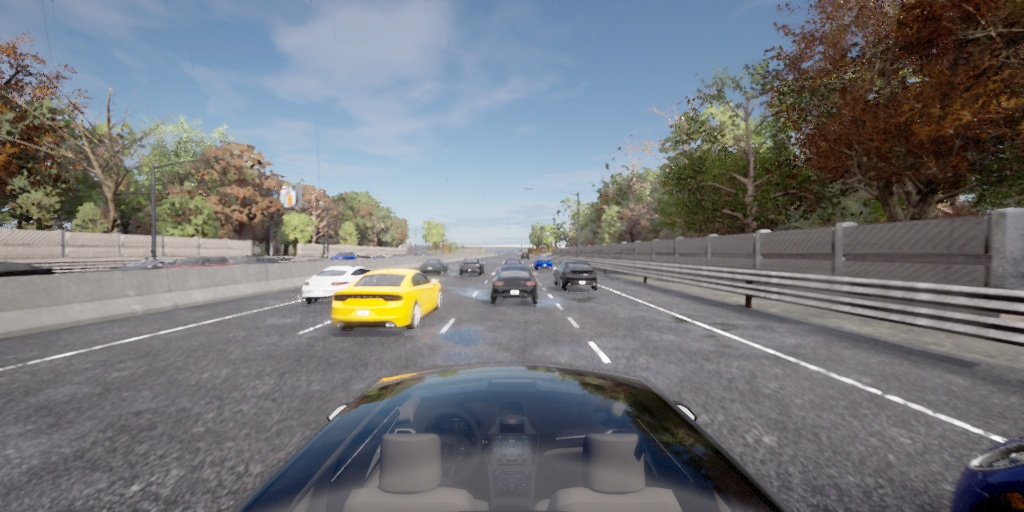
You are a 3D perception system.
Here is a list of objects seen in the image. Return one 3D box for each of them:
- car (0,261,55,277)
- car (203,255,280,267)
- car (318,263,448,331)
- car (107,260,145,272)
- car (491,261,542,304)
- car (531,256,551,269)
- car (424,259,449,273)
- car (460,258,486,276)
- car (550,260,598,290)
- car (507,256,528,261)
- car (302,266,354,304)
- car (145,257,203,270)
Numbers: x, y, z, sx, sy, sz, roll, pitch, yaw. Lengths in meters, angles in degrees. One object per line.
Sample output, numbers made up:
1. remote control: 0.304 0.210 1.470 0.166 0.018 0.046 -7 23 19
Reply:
1. car: -28.098 1.030 19.124 1.882 1.535 5.008 0 1 0
2. car: -17.596 0.849 24.068 2.097 1.767 4.553 0 1 0
3. car: -3.396 1.126 10.651 1.882 1.535 5.008 0 1 0
4. car: -24.596 0.984 24.500 2.128 1.511 4.902 0 1 0
5. car: 0.102 1.122 15.259 1.812 1.442 4.674 0 1 0
6. car: 3.503 0.789 40.922 1.882 1.535 5.008 0 1 0
7. car: -6.894 0.974 31.986 1.994 1.385 4.181 0 1 0
8. car: -3.397 0.909 31.278 2.128 1.511 4.902 0 1 0
9. car: 3.501 1.041 20.272 1.837 1.490 4.892 0 1 0
10. car: 0.106 0.973 32.034 1.994 1.385 4.181 0 1 0
11. car: -6.895 1.124 15.096 1.812 1.442 4.674 0 1 0
12. car: -21.096 0.849 24.079 2.097 1.767 4.553 0 1 0
